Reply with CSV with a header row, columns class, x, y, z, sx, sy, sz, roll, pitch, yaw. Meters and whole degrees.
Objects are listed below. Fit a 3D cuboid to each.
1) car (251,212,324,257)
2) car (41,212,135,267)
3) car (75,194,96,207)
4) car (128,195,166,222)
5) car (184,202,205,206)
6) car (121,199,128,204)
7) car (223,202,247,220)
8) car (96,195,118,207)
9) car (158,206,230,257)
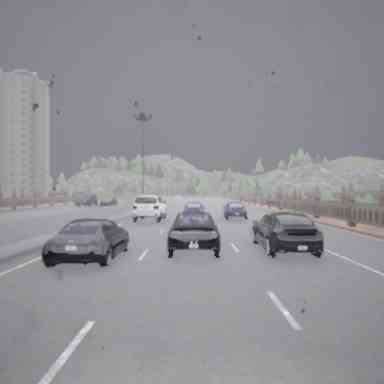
class,x,y,z,sx,sy,sz,roll,pitch,yaw
car,3.575,1.535,13.100,1.837,1.490,4.892,0,0,0
car,-3.436,1.587,11.490,1.994,1.385,4.181,0,0,0
car,-16.785,1.336,53.267,2.150,2.045,5.566,0,0,2
car,-3.355,1.282,26.833,2.150,2.045,5.566,0,0,1
car,0.198,1.589,29.006,1.812,1.442,4.674,0,0,1
car,-9.810,1.715,52.617,1.895,1.301,4.718,0,0,2
car,3.699,1.589,29.041,1.812,1.442,4.674,0,0,1
car,-13.286,1.593,53.320,1.882,1.535,5.008,0,0,2
car,0.074,1.521,13.045,2.128,1.511,4.902,0,0,0
